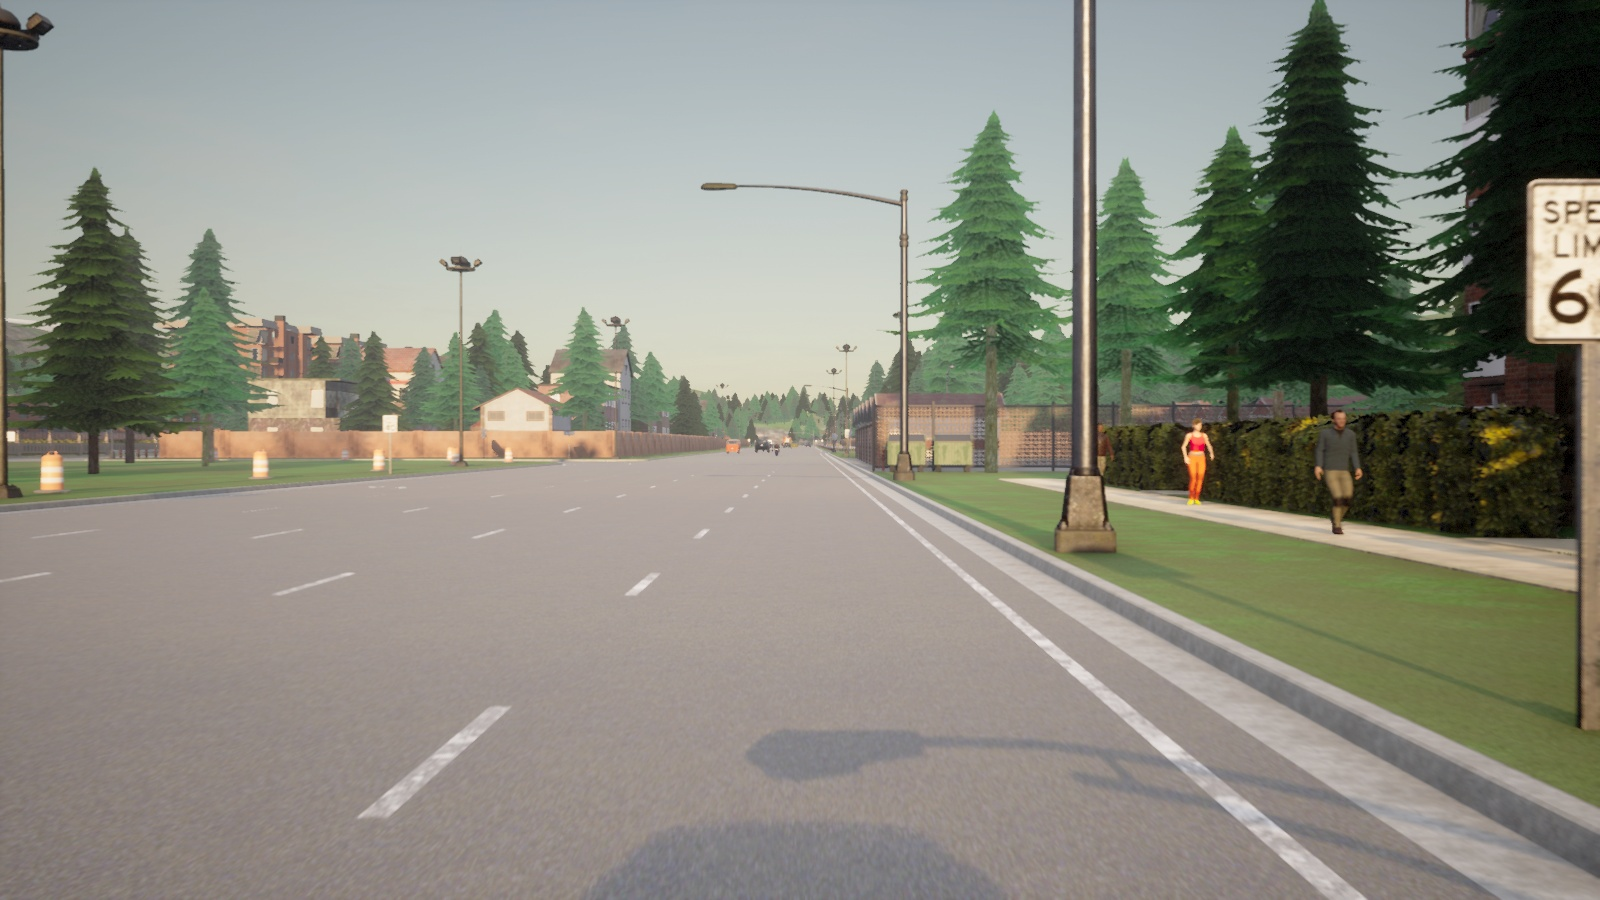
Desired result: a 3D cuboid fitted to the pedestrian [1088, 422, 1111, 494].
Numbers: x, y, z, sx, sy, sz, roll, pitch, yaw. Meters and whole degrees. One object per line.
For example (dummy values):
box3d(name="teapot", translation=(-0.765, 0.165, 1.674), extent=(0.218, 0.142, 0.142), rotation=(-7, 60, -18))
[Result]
box3d(name="pedestrian", translation=(7.733, 0.200, 32.441), extent=(0.431, 1.840, 0.703), rotation=(0, 0, 1))

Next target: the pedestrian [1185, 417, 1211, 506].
box3d(name="pedestrian", translation=(8.246, 0.236, 26.013), extent=(0.345, 1.836, 0.594), rotation=(0, 0, 0))

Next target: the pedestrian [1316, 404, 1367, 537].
box3d(name="pedestrian", translation=(7.649, 0.282, 17.755), extent=(0.402, 1.842, 0.726), rotation=(0, 0, 1))
